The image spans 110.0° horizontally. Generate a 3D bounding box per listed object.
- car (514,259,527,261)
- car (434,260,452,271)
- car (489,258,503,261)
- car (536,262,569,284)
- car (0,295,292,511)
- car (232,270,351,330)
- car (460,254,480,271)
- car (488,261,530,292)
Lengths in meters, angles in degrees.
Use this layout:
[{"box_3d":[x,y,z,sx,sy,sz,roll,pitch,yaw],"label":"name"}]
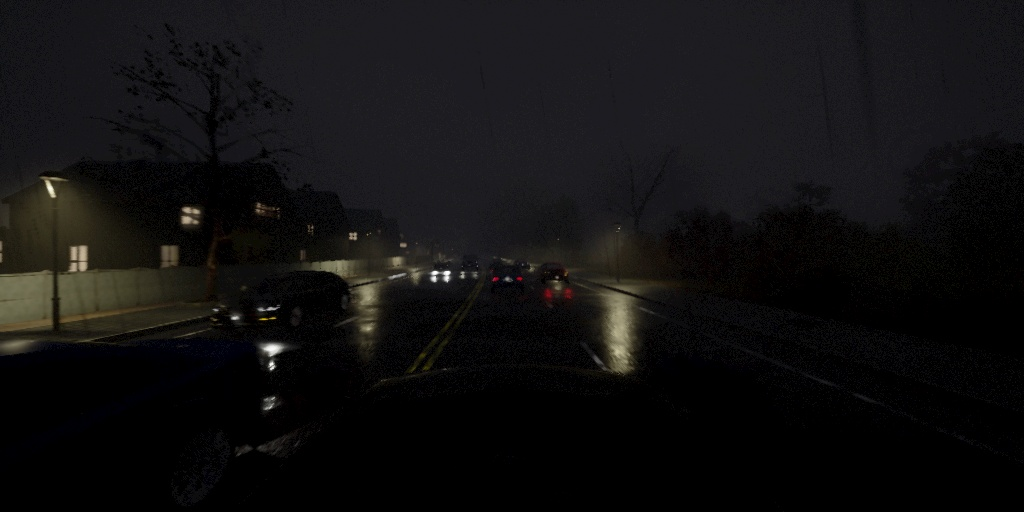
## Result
[{"box_3d":[1.201,1.046,47.756,1.994,1.385,4.181,0,0,-5],"label":"car"},{"box_3d":[-8.386,1.117,43.705,1.895,1.301,4.718,0,0,-4],"label":"car"},{"box_3d":[-2.143,1.004,48.660,1.812,1.442,4.674,0,1,-5],"label":"car"},{"box_3d":[2.773,1.142,25.139,1.812,1.442,4.674,0,1,-3],"label":"car"},{"box_3d":[-3.364,1.238,1.390,1.882,1.535,5.008,0,0,0],"label":"car"},{"box_3d":[-6.655,1.221,11.008,1.837,1.490,4.892,0,0,-1],"label":"car"},{"box_3d":[-5.229,0.727,44.983,2.150,2.045,5.566,0,0,-5],"label":"car"},{"box_3d":[-0.298,1.196,20.464,2.033,1.411,5.357,0,0,-2],"label":"car"}]
